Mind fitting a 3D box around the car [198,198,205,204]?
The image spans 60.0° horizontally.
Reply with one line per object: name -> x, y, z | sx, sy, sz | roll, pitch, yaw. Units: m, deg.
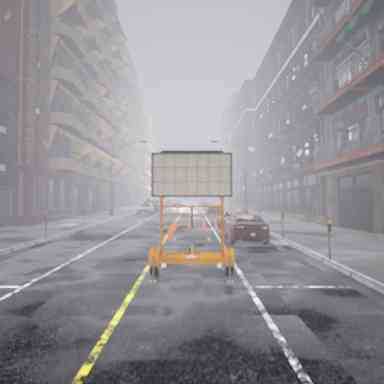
car -> 2.620, 2.480, 93.741 | 1.967, 1.590, 4.097 | 1, -1, 0

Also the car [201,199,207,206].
car -> 2.615, 1.984, 43.964 | 2.008, 1.369, 4.403 | 1, -1, 0

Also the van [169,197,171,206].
van -> -5.248, 1.963, 60.625 | 1.690, 1.788, 3.998 | 1, -1, 0

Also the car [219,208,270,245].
car -> 2.596, 1.694, 16.312 | 1.887, 1.381, 4.507 | 1, -1, 0

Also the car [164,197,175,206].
car -> -5.235, 2.140, 77.215 | 2.192, 1.841, 5.009 | 1, -1, 0

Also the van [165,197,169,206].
van -> -5.251, 1.897, 55.093 | 1.690, 1.788, 3.998 | 2, -1, 0

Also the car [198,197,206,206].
car -> 2.628, 2.166, 60.555 | 1.887, 1.381, 4.507 | 1, -1, 0

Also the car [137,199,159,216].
car -> -5.268, 1.899, 38.332 | 1.752, 1.417, 4.829 | 2, -1, 0

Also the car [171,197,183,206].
car -> -2.704, 2.217, 63.288 | 1.994, 1.385, 4.181 | 0, -1, 0

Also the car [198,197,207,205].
car -> 2.615, 2.209, 82.680 | 2.192, 1.841, 5.009 | 1, -1, 0

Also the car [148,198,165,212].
car -> -5.258, 1.749, 44.036 | 2.192, 1.841, 5.009 | 2, -1, 0

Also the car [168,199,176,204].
car -> -5.233, 2.532, 88.273 | 1.947, 1.339, 4.313 | 1, -1, 0

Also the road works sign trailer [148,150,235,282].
road works sign trailer -> -0.003, 0.554, 10.004 | 2.380, 3.560, 2.880 | 0, -1, 0

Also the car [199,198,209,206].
car -> 2.646, 2.195, 71.617 | 1.967, 1.590, 4.097 | 1, -1, 0

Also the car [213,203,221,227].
car -> 2.600, 1.730, 22.014 | 1.752, 1.417, 4.829 | 1, -1, 0

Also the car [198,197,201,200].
car -> 2.632, 2.232, 66.085 | 1.887, 1.381, 4.507 | 1, -1, 0

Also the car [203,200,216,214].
car -> 2.612, 1.919, 38.433 | 1.887, 1.381, 4.507 | 1, -1, 0
